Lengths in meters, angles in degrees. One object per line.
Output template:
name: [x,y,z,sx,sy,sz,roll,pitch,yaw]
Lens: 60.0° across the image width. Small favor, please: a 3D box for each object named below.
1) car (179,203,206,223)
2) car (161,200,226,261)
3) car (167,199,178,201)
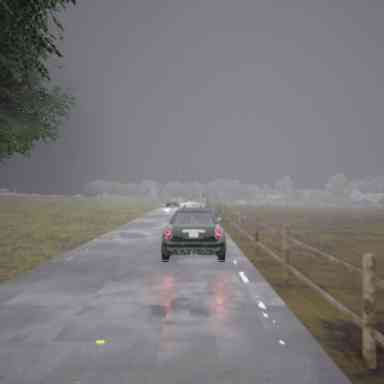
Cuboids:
car: [0.061,1.587,26.304,1.895,1.301,4.718,0,0,0]
car: [0.067,1.355,12.465,2.097,1.767,4.553,0,0,0]
car: [-2.815,1.640,48.791,1.895,1.301,4.718,0,0,0]
